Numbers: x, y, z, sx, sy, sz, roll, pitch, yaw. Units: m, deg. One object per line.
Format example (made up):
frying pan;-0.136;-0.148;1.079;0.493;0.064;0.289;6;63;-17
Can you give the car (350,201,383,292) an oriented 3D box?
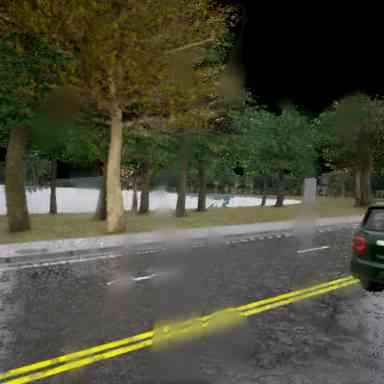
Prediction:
car;5.896;1.204;7.644;5.566;2.045;2.150;0;0;-36
